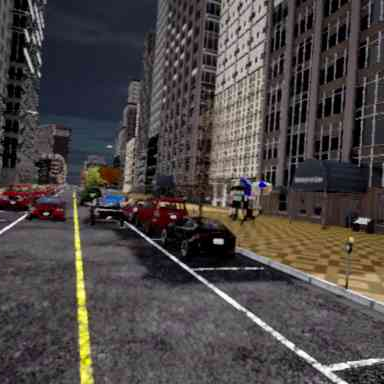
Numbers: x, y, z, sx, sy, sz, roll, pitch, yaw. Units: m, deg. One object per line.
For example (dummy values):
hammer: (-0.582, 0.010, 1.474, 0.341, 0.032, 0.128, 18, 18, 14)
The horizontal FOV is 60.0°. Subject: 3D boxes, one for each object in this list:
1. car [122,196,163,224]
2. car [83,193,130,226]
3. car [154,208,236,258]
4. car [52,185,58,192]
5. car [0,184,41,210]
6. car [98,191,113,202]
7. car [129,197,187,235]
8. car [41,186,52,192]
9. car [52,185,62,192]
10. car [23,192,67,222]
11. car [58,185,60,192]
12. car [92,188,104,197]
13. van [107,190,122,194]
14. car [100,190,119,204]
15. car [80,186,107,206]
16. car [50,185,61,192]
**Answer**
car: (-3.546, 1.183, 23.071, 1.967, 1.590, 4.097, 4, 0, -20)
car: (-5.223, 1.115, 20.059, 2.128, 1.511, 4.902, 4, 0, -20)
car: (0.155, 1.575, 12.635, 1.947, 1.339, 4.313, 4, 0, -20)
car: (-24.411, -0.212, 56.781, 1.887, 1.381, 4.507, 4, 0, -20)
car: (-13.265, 0.360, 25.475, 2.192, 1.841, 5.009, 4, 0, -20)
car: (-12.883, 0.597, 49.319, 1.752, 1.417, 4.829, 4, 0, -20)
car: (-1.681, 1.192, 17.853, 2.192, 1.841, 5.009, 4, 0, -20)
car: (-18.847, 0.189, 41.128, 1.887, 1.381, 4.507, 4, 0, -20)
car: (-33.677, -0.985, 82.871, 1.967, 1.590, 4.097, 4, 0, -20)
car: (-8.605, 0.944, 20.055, 1.994, 1.385, 4.181, 4, 0, -19)
car: (-26.258, -0.450, 61.999, 1.967, 1.590, 4.097, 4, 0, -20)
car: (-18.384, 0.115, 64.813, 1.967, 1.590, 4.097, 4, 0, -20)
van: (-9.103, 0.684, 38.724, 1.690, 1.788, 3.998, 4, 0, -20)
car: (-10.965, 0.649, 43.942, 1.967, 1.590, 4.097, 4, 0, -20)
car: (-11.080, 0.425, 36.585, 2.150, 2.045, 5.566, 4, 0, -20)
car: (-31.830, -0.747, 77.652, 1.887, 1.381, 4.507, 4, 0, -20)
